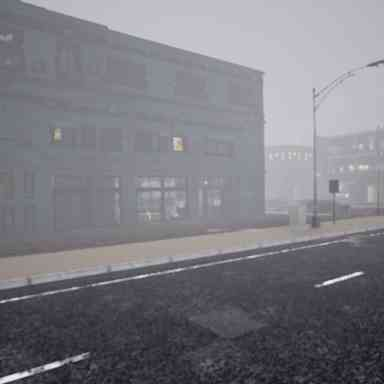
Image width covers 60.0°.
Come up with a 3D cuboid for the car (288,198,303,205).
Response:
[{"bbox_3d":[16.106,1.291,46.002,2.008,1.369,4.403,-2,1,-36],"label":"car"}]

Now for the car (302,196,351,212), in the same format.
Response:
[{"bbox_3d":[14.064,1.406,34.267,1.947,1.339,4.313,-2,1,-36],"label":"car"}]

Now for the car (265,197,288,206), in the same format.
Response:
[{"bbox_3d":[12.880,1.384,50.500,1.802,1.307,4.206,-2,1,-36],"label":"car"}]
